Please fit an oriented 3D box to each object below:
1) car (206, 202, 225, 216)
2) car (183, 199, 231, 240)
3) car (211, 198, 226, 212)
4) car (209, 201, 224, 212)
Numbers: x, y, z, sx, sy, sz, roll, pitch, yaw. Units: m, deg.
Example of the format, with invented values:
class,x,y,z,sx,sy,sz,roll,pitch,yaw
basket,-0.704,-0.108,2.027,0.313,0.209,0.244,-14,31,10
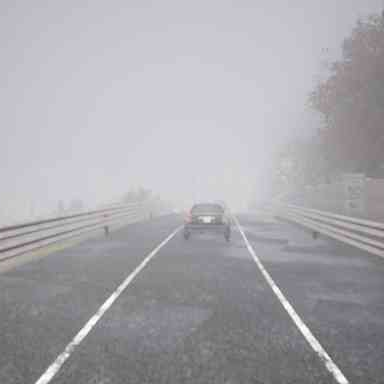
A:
class,x,y,z,sx,sy,sz,roll,pitch,yaw
car,2.495,1.689,34.502,1.895,1.301,4.718,0,-2,5
car,0.828,1.240,16.454,2.097,1.767,4.553,0,0,5
car,4.310,2.168,53.383,2.150,2.045,5.566,0,-3,7
car,3.459,2.030,45.869,1.837,1.490,4.892,0,-3,6
